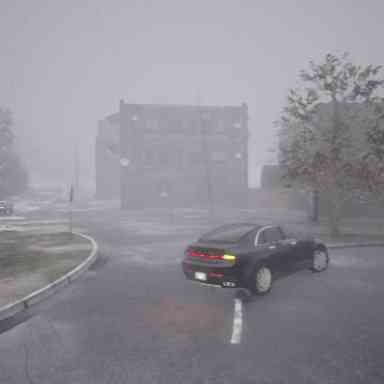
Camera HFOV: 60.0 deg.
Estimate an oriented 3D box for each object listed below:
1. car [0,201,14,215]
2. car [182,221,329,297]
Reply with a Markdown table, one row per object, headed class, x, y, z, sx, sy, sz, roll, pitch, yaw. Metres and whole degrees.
| class | x | y | z | sx | sy | sz | roll | pitch | yaw |
| --- | --- | --- | --- | --- | --- | --- | --- | --- | --- |
| car | -21.431 | 1.784 | 37.389 | 1.837 | 1.490 | 4.892 | -4 | 3 | -20 |
| car | 1.881 | 1.530 | 8.837 | 1.837 | 1.490 | 4.892 | -4 | -3 | 45 |
